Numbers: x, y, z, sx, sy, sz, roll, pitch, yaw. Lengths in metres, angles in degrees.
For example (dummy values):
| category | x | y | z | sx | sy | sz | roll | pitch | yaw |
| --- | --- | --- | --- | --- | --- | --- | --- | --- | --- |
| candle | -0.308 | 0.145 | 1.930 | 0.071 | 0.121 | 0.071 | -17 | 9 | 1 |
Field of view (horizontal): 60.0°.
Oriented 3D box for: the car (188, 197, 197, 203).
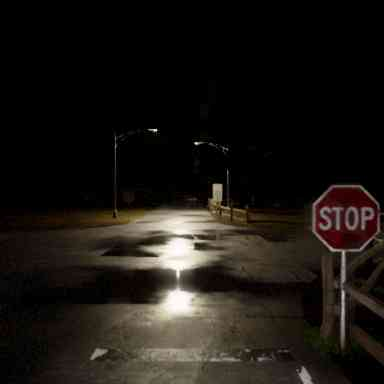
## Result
| category | x | y | z | sx | sy | sz | roll | pitch | yaw |
| --- | --- | --- | --- | --- | --- | --- | --- | --- | --- |
| car | 0.089 | 1.630 | 71.298 | 1.895 | 1.301 | 4.718 | 0 | 0 | 0 |
